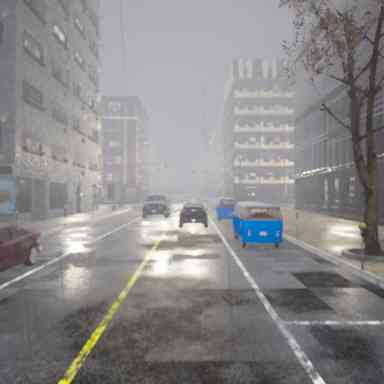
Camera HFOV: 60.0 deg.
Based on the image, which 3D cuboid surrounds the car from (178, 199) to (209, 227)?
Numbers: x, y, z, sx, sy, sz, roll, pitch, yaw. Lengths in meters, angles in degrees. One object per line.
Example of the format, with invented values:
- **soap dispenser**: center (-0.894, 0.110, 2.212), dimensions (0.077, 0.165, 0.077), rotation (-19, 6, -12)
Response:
- **car**: center (0.092, 1.496, 22.746), dimensions (1.837, 1.490, 4.892), rotation (0, 0, 0)

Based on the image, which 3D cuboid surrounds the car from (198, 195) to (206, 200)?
- **car**: center (2.673, 1.539, 91.715), dimensions (1.947, 1.339, 4.313), rotation (1, 0, 0)

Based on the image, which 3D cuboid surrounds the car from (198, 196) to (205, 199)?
- **car**: center (0.164, 1.533, 38.815), dimensions (2.033, 1.411, 5.357), rotation (0, 0, 1)

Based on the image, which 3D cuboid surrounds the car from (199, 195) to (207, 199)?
- **car**: center (2.677, 1.500, 80.516), dimensions (1.752, 1.417, 4.829), rotation (1, 0, 0)

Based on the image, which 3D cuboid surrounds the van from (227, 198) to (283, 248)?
- **van**: center (2.703, 1.336, 14.431), dimensions (1.690, 1.788, 3.998), rotation (1, 0, 0)

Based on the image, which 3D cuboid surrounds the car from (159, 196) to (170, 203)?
- **car**: center (-5.699, 1.559, 68.914), dimensions (1.802, 1.307, 4.206), rotation (1, 0, 0)

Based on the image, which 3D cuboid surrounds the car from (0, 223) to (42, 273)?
- **car**: center (-5.678, 1.541, 8.905), dimensions (1.887, 1.381, 4.507), rotation (1, 0, 0)

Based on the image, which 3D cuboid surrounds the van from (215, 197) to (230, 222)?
- **van**: center (2.699, 1.331, 25.448), dimensions (1.690, 1.788, 3.998), rotation (1, 0, 0)

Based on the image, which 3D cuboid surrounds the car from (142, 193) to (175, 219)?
- **car**: center (-3.029, 1.215, 29.454), dimensions (2.150, 2.045, 5.566), rotation (0, 0, 0)

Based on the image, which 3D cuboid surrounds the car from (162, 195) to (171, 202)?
- **car**: center (-5.700, 1.501, 74.428), dimensions (1.752, 1.417, 4.829), rotation (1, 0, 0)

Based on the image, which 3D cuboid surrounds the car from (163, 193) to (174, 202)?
- **car**: center (-5.698, 1.290, 80.283), dimensions (2.192, 1.841, 5.009), rotation (1, 0, 0)

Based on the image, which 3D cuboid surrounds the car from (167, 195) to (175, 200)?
- **car**: center (-5.707, 1.524, 91.652), dimensions (2.008, 1.369, 4.403), rotation (1, 0, 0)
